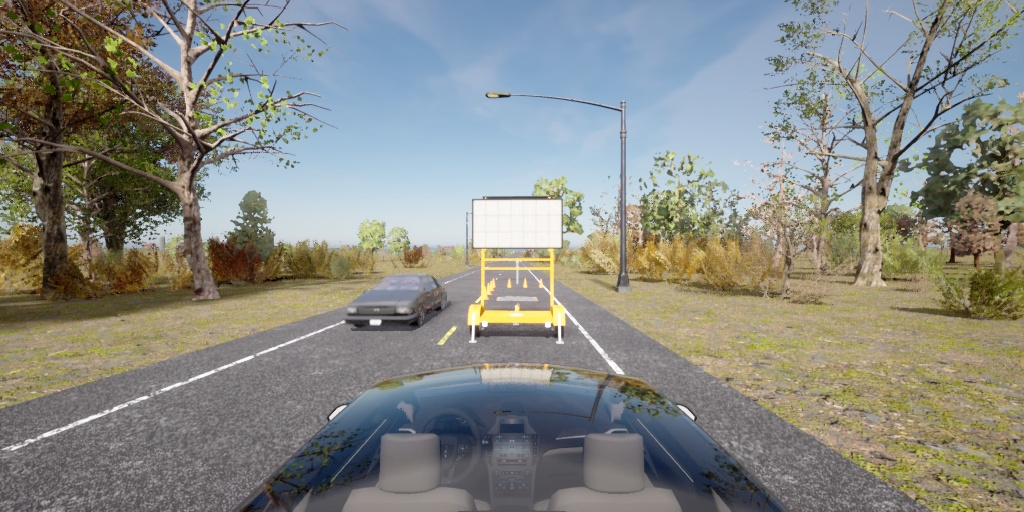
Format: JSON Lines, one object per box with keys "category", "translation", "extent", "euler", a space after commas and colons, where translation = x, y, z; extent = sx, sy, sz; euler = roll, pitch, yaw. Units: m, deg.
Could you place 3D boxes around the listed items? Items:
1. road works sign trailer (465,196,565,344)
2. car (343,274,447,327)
{"category": "road works sign trailer", "translation": [0.148, 0.211, 9.626], "extent": [2.380, 3.560, 2.880], "euler": [0, 0, 2]}
{"category": "car", "translation": [-3.427, 1.293, 11.743], "extent": [2.033, 1.411, 5.357], "euler": [0, 0, 1]}
